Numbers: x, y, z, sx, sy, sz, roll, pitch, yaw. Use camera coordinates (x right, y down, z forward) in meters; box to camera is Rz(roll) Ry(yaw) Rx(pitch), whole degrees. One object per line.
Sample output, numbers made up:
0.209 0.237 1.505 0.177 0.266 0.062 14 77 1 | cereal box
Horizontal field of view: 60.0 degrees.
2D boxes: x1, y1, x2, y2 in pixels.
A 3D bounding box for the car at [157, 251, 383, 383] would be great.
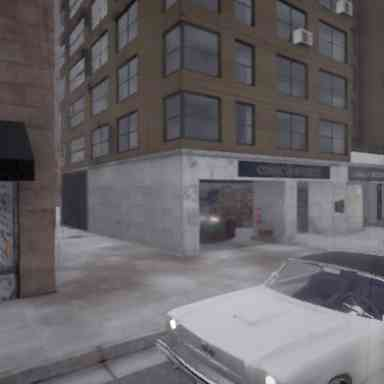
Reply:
1.944 1.582 4.457 4.718 1.301 1.895 0 0 -35 | car
